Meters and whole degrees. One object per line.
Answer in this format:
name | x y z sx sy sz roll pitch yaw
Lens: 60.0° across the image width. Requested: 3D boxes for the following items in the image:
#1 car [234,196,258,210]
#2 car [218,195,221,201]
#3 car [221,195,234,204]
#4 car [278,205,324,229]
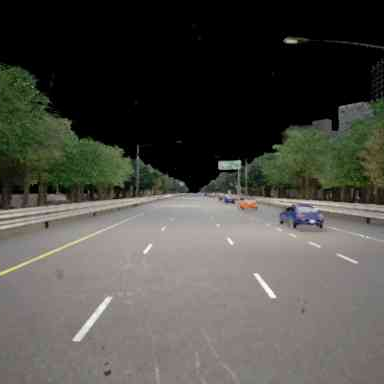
car | 7.078 1.391 43.072 2.097 1.767 4.553 0 0 0
car | 7.317 1.564 81.633 1.837 1.490 4.892 0 0 0
car | 7.192 1.538 64.607 1.882 1.535 5.008 0 0 0
car | 7.012 1.551 21.653 1.812 1.442 4.674 0 0 0
